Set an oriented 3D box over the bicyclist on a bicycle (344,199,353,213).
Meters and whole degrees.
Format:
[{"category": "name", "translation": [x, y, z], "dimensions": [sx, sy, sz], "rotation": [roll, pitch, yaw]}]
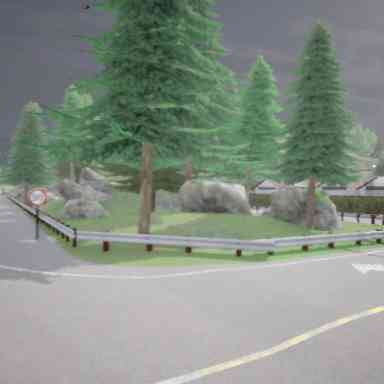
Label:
[{"category": "bicyclist on a bicycle", "translation": [17.826, 1.587, 37.798], "dimensions": [1.656, 1.620, 0.582], "rotation": [1, 0, -30]}]
